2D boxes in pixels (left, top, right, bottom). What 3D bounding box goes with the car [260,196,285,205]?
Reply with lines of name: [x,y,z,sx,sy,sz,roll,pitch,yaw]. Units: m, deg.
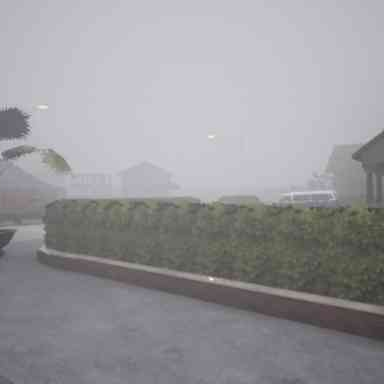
car: [9.846,1.595,42.450,1.994,1.385,4.181,0,0,36]

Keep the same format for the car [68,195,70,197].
car: [-24.414,1.079,63.670,3.866,1.878,1.905,0,0,36]
